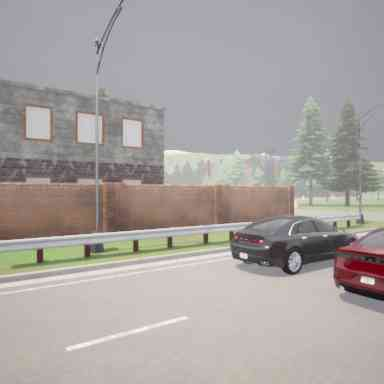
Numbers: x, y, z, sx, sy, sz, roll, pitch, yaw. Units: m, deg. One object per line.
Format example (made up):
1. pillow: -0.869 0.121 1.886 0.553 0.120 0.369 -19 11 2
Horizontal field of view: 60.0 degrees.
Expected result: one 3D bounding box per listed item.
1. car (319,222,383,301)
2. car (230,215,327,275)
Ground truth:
1. car: 5.258 1.474 7.543 5.008 1.535 1.882 0 0 -35
2. car: 3.400 1.502 10.515 4.892 1.490 1.837 0 0 -35
